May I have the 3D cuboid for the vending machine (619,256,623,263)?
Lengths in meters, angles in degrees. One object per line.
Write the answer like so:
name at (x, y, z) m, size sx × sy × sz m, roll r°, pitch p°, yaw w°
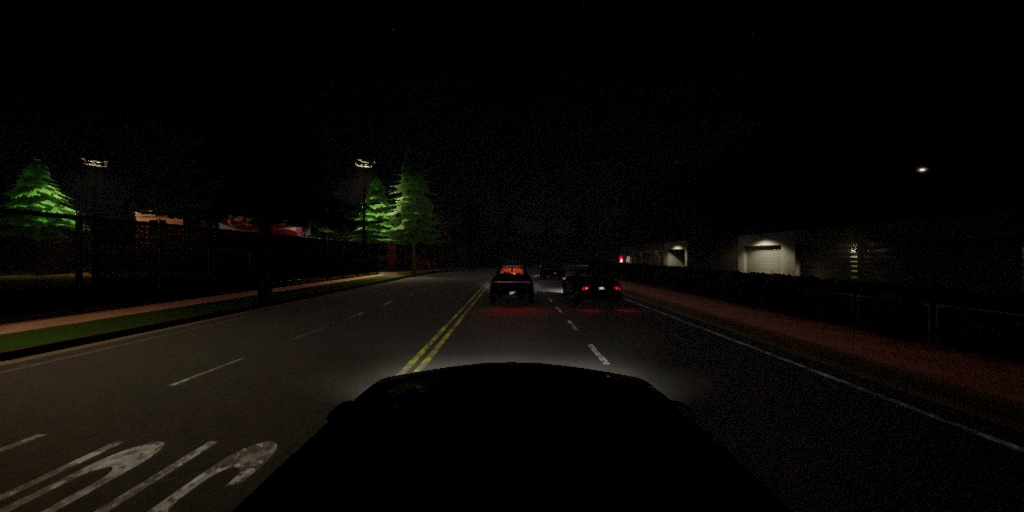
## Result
vending machine at (18.322, 0.945, 59.071) m, size 1.100 × 2.100 × 0.880 m, roll 0°, pitch 0°, yaw 45°

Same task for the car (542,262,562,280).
car at (3.500, 1.235, 31.500) m, size 1.882 × 1.535 × 5.008 m, roll 0°, pitch 0°, yaw 0°

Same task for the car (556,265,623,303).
car at (3.500, 1.313, 16.500) m, size 2.033 × 1.411 × 5.357 m, roll 0°, pitch 0°, yaw 0°

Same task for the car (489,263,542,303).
car at (0.000, 1.245, 16.500) m, size 2.128 × 1.511 × 4.902 m, roll 0°, pitch 0°, yaw 0°

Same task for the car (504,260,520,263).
car at (0.000, 1.116, 31.470) m, size 2.097 × 1.767 × 4.553 m, roll 0°, pitch 0°, yaw 0°
